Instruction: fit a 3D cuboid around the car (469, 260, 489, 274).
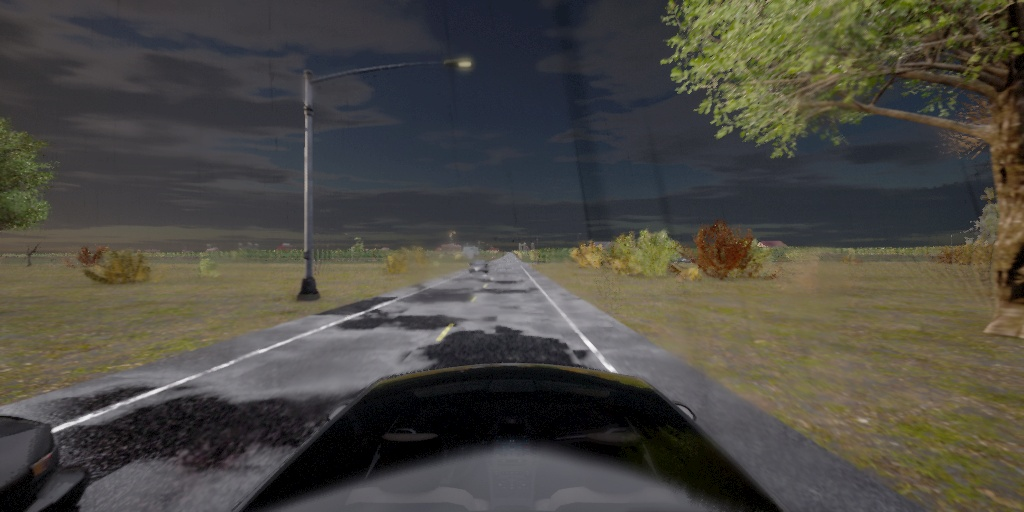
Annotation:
[{"bbox_3d":[-3.600,1.218,39.922,2.128,1.511,4.902,0,0,0],"label":"car"}]
